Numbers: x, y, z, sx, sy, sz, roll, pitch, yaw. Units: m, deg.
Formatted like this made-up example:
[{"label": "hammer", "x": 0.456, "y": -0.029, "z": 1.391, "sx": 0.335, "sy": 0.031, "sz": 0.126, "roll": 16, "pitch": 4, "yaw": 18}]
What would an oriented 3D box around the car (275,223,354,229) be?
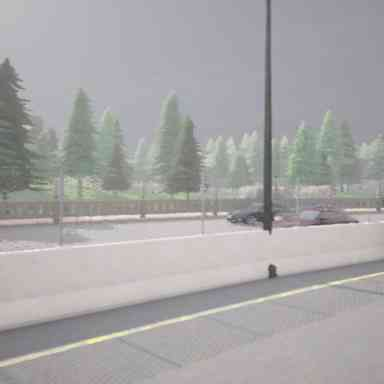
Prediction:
[{"label": "car", "x": 5.637, "y": 1.477, "z": 15.228, "sx": 4.674, "sy": 1.442, "sz": 1.812, "roll": 0, "pitch": 0, "yaw": -27}]
